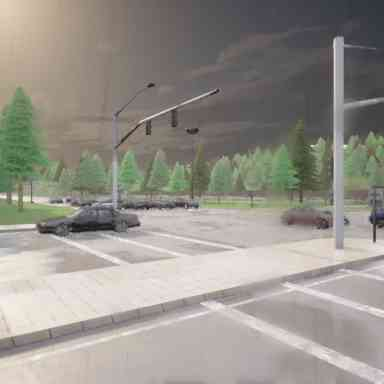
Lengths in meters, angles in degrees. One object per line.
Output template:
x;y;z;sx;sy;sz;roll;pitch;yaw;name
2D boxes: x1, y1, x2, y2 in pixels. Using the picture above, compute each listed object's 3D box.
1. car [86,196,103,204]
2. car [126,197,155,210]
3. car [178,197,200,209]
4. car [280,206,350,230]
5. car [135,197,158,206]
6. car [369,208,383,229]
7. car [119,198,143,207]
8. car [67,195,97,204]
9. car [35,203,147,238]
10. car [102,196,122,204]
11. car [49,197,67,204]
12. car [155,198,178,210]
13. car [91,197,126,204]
-19.213;1.563;65.565;1.994;1.385;4.181;0;0;-35;car
-7.120;1.547;42.077;2.033;1.411;5.357;0;0;-35;car
-0.919;1.505;45.428;1.837;1.490;4.892;0;0;-35;car
7.656;1.564;21.012;1.994;1.385;4.181;0;0;-35;car
-7.574;1.564;54.925;1.994;1.385;4.181;0;0;-35;car
12.956;1.526;19.554;1.812;1.442;4.674;0;0;-35;car
-9.552;1.601;51.648;1.895;1.301;4.718;0;0;-35;car
-16.372;1.547;49.179;2.033;1.411;5.357;0;0;-35;car
-5.432;1.547;17.922;5.357;1.411;2.033;0;0;-33;car
-16.277;1.547;67.497;2.033;1.411;5.357;0;0;-35;car
-25.426;1.563;62.231;1.994;1.385;4.181;0;0;-35;car
-4.131;1.564;43.914;1.994;1.385;4.181;0;0;-35;car
-10.164;1.601;40.323;1.895;1.301;4.718;0;0;-35;car
